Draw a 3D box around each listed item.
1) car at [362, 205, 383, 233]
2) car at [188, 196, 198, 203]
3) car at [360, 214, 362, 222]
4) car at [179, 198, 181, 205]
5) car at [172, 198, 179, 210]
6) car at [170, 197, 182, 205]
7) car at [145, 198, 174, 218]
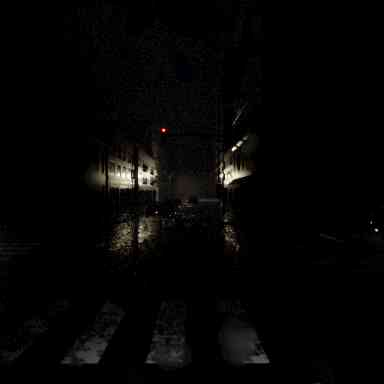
[{"bbox_3d":[11.396,1.382,15.762,5.357,1.411,2.033,-1,0,0],"label":"car"},{"bbox_3d":[0.215,1.546,71.124,1.882,1.535,5.008,0,0,0],"label":"car"},{"bbox_3d":[12.119,1.123,18.414,5.009,1.841,2.192,-1,1,0],"label":"car"},{"bbox_3d":[-2.956,1.592,49.705,1.994,1.385,4.181,0,0,0],"label":"car"},{"bbox_3d":[-3.010,1.562,39.751,2.033,1.411,5.357,0,0,1],"label":"car"},{"bbox_3d":[-2.883,1.646,59.667,1.895,1.301,4.718,0,0,0],"label":"car"},{"bbox_3d":[-3.034,1.570,30.424,1.994,1.385,4.181,0,0,0],"label":"car"}]
